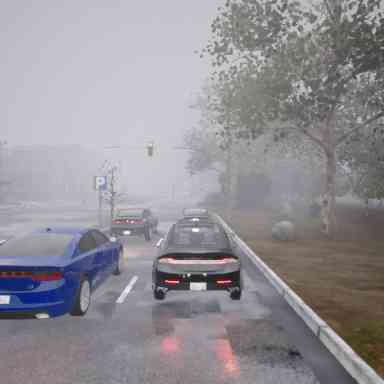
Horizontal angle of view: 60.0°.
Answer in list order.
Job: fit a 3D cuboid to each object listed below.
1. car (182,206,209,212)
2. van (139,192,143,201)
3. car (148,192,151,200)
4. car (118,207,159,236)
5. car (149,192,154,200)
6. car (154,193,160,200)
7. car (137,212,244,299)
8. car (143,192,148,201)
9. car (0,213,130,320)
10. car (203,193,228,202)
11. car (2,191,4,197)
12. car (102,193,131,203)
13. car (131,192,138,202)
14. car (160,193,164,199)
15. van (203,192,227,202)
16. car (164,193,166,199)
[{"bbox_3d":[0.184,1.530,17.879,1.837,1.490,4.892,0,0,0],"label":"car"},{"bbox_3d":[-13.193,1.092,70.743,4.442,1.987,1.878,-1,0,-14],"label":"van"},{"bbox_3d":[-12.589,1.359,76.709,4.674,1.452,2.002,-1,0,-13],"label":"car"},{"bbox_3d":[-2.826,1.530,16.965,1.837,1.490,4.892,0,0,1],"label":"car"},{"bbox_3d":[-12.215,1.358,79.710,4.674,1.452,2.002,-1,0,-13],"label":"car"},{"bbox_3d":[-11.396,1.357,85.692,4.674,1.452,2.002,-1,0,-12],"label":"car"},{"bbox_3d":[0.117,1.503,8.467,2.128,1.511,4.902,0,0,0],"label":"car"},{"bbox_3d":[-12.963,1.321,73.714,4.892,1.521,2.231,-1,0,-14],"label":"car"},{"bbox_3d":[-2.886,1.487,7.534,1.882,1.535,5.008,0,0,0],"label":"car"},{"bbox_3d":[4.712,1.141,67.311,4.553,1.767,2.185,1,0,-14],"label":"car"},{"bbox_3d":[-31.130,0.136,52.639,2.002,1.452,4.674,6,-3,-19],"label":"car"},{"bbox_3d":[-14.403,1.358,61.759,4.792,1.488,2.163,-1,0,-15],"label":"car"},{"bbox_3d":[-13.756,1.315,64.751,5.366,1.575,1.946,-1,0,-15],"label":"car"},{"bbox_3d":[-10.943,1.064,88.697,5.566,2.045,2.435,-1,0,-12],"label":"car"},{"bbox_3d":[4.326,1.042,64.341,4.442,1.987,1.878,1,0,-14],"label":"van"},{"bbox_3d":[-10.519,1.315,91.676,5.008,1.535,2.097,-1,0,-12],"label":"car"}]
